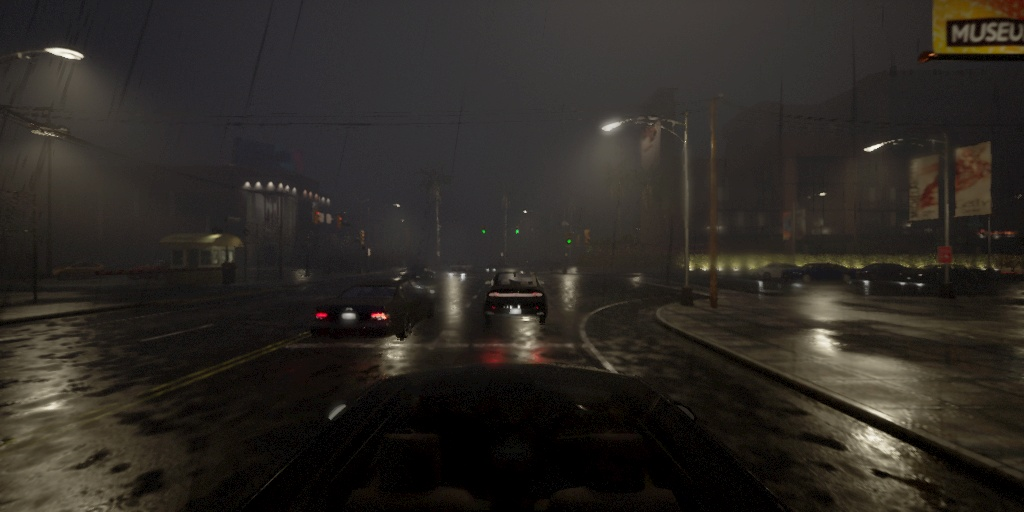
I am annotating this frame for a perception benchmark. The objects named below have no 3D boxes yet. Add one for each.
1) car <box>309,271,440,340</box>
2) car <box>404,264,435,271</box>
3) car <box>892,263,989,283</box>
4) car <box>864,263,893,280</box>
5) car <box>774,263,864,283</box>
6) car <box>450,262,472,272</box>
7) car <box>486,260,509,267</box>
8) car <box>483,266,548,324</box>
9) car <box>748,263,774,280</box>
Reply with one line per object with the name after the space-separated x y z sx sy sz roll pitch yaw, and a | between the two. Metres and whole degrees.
-3.402 1.313 10.009 2.033 1.411 5.357 0 0 0 | car
-7.087 1.344 27.156 2.033 1.411 5.357 0 0 0 | car
33.581 1.348 27.951 5.357 1.411 2.033 0 0 0 | car
32.356 1.333 31.439 4.674 1.442 1.812 0 0 0 | car
23.756 1.277 27.879 5.008 1.535 1.882 0 0 0 | car
-6.587 1.434 46.771 1.895 1.301 4.718 0 0 7 | car
-2.364 1.407 61.368 2.033 1.411 5.357 0 0 25 | car
0.099 1.261 11.983 2.128 1.511 4.902 0 0 0 | car
23.249 1.332 31.356 4.674 1.442 1.812 0 0 -1 | car
